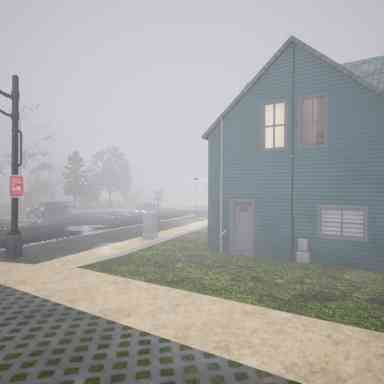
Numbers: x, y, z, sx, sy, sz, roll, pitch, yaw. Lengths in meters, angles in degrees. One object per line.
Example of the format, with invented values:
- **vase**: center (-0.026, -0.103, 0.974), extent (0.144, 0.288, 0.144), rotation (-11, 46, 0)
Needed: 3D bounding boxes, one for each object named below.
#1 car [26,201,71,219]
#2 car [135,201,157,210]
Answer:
- **car**: center (-14.193, 1.644, 33.062), extent (2.097, 1.767, 4.553), rotation (1, -1, 18)
- **car**: center (-7.272, 2.165, 52.745), extent (1.994, 1.385, 4.181), rotation (1, -1, 21)
